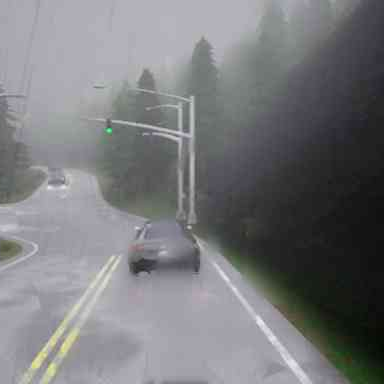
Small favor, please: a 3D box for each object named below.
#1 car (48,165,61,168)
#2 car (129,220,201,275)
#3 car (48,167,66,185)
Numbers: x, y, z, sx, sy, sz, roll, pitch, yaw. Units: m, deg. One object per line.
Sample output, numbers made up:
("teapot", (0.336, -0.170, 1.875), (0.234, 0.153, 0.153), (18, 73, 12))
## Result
("car", (-24.877, -4.266, 60.877), (1.895, 1.301, 4.718), (-3, 10, -34))
("car", (-0.892, 1.578, 10.574), (1.994, 1.385, 4.181), (0, 0, -6))
("car", (-18.555, -2.019, 45.868), (2.097, 1.767, 4.553), (-1, 9, -18))
